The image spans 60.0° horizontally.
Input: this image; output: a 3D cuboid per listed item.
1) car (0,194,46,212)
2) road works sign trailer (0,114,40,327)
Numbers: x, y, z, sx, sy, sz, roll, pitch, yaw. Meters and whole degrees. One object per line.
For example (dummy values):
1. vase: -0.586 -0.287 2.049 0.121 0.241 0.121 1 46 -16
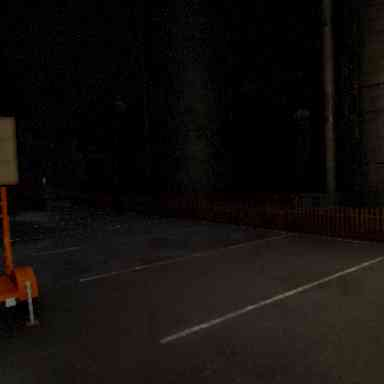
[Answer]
1. car: -14.684 0.888 28.125 4.181 1.381 1.994 -4 3 -38
2. road works sign trailer: -4.236 0.364 5.660 2.380 3.560 2.880 -4 3 -38
